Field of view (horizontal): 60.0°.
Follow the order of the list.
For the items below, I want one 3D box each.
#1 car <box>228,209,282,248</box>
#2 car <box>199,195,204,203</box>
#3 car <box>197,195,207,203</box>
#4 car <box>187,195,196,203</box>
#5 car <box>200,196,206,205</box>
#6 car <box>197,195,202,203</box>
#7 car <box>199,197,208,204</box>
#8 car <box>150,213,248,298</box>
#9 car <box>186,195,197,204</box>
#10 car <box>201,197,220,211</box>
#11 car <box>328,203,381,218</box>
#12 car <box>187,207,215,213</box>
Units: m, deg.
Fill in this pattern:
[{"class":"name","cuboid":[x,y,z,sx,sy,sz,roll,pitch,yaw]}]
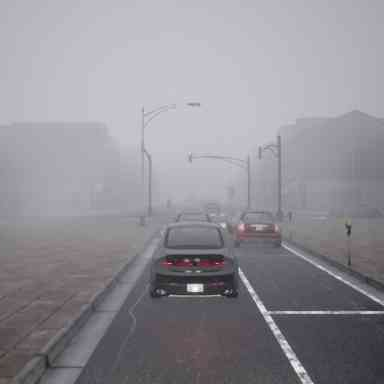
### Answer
[{"class":"car","cuboid":[2.626,1.457,14.915,1.967,1.590,4.097,2,0,0]},{"class":"car","cuboid":[2.535,1.703,52.706,1.752,1.417,4.829,1,0,0]},{"class":"car","cuboid":[2.477,1.735,79.726,2.192,1.841,5.009,1,-1,0]},{"class":"car","cuboid":[-0.188,1.676,82.617,2.150,2.045,5.566,0,-1,0]},{"class":"car","cuboid":[2.547,1.705,47.099,1.947,1.339,4.313,1,0,0]},{"class":"car","cuboid":[2.509,1.830,63.411,1.947,1.339,4.313,1,-1,0]},{"class":"car","cuboid":[2.485,1.892,74.456,1.752,1.417,4.829,1,-1,0]},{"class":"car","cuboid":[0.021,1.512,8.517,1.837,1.490,4.892,0,0,-1]},{"class":"car","cuboid":[-0.151,1.570,72.208,2.150,2.045,5.566,0,-1,0]},{"class":"car","cuboid":[2.560,1.672,41.662,1.947,1.339,4.313,1,0,0]},{"class":"car","cuboid":[14.496,1.631,29.770,4.181,1.385,1.994,0,-2,0]},{"class":"car","cuboid":[0.056,1.619,15.995,1.895,1.301,4.718,0,0,0]}]
